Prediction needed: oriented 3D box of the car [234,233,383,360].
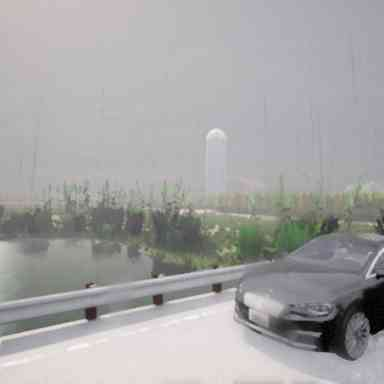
[{"bbox_3d":[2.930,1.562,6.116,4.902,1.511,2.128,2,-1,-36],"label":"car"}]
